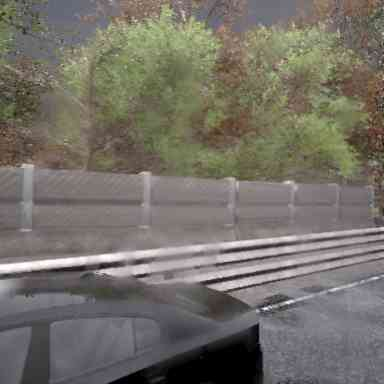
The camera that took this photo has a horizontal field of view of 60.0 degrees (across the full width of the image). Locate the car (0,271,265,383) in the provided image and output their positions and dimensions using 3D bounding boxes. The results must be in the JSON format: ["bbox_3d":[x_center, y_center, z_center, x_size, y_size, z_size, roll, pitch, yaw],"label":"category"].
[{"bbox_3d":[-1.628,1.478,2.523,5.008,1.535,1.882,1,-1,-35],"label":"car"}]
